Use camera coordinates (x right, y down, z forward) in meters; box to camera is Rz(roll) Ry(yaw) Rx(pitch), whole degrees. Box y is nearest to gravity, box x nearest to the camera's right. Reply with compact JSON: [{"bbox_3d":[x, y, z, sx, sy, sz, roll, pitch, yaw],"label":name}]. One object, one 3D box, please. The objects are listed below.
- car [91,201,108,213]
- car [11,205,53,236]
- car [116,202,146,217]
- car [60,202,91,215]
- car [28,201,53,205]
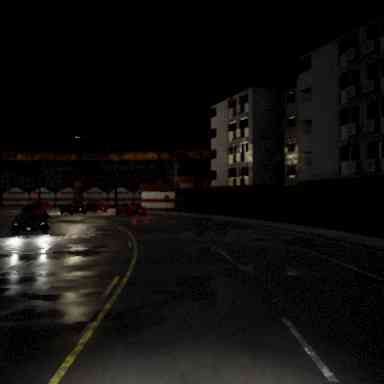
[{"bbox_3d":[-13.239,2.008,44.588,5.008,1.535,1.882,-1,-1,42],"label":"car"},{"bbox_3d":[-9.670,1.770,20.391,1.812,1.442,4.674,0,-1,-19],"label":"car"},{"bbox_3d":[-6.949,1.921,37.464,1.882,1.535,5.008,0,-1,-36],"label":"car"},{"bbox_3d":[-14.670,2.053,41.008,1.994,1.385,4.181,1,-1,-44],"label":"car"},{"bbox_3d":[-21.656,2.036,46.669,5.008,1.535,1.882,0,-1,32],"label":"car"}]
